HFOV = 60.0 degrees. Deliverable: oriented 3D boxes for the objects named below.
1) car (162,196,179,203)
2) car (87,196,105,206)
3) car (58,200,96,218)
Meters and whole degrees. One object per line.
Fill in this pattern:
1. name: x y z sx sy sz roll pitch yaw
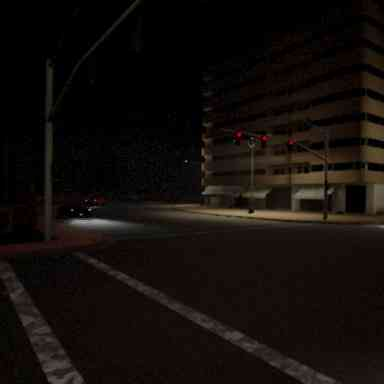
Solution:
1. car: -5.321 1.674 81.293 2.097 1.767 4.553 0 0 39
2. car: -16.085 1.420 55.177 2.097 1.767 4.553 1 0 4
3. car: -10.551 1.591 29.783 1.895 1.301 4.718 1 0 -34
